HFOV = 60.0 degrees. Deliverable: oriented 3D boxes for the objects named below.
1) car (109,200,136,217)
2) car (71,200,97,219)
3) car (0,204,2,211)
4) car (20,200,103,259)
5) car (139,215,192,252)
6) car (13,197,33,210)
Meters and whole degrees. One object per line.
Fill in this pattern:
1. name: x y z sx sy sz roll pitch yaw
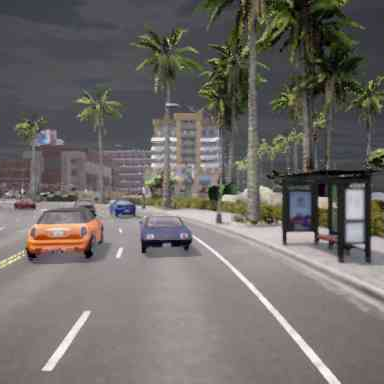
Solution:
1. car: -6.655 1.505 31.509 1.882 1.535 5.008 0 0 -23
2. car: -9.849 1.533 30.119 1.837 1.490 4.892 0 0 -23
3. car: -25.106 1.611 41.371 1.994 1.385 4.181 0 0 -42
4. car: -4.690 1.365 12.893 2.097 1.767 4.553 0 0 -9
5. car: -1.282 1.612 14.053 1.895 1.301 4.718 0 0 -10
6. car: -21.182 1.646 42.210 1.895 1.301 4.718 0 0 -38
